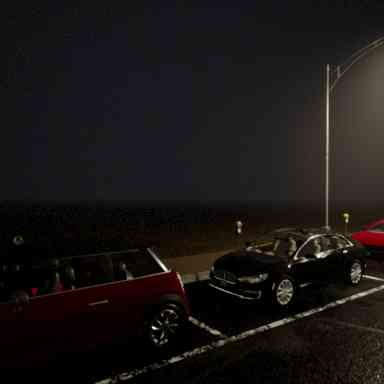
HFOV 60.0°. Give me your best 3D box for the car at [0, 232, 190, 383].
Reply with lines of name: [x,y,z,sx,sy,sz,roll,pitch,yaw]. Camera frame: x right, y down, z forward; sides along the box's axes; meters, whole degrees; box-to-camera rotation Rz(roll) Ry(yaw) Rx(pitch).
car: [-2.111,1.440,4.581,4.097,1.590,1.967,0,1,-35]

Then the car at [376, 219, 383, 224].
car: [6.902,1.546,11.012,4.507,1.381,1.887,0,1,-35]

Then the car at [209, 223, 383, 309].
car: [2.395,1.552,7.797,4.403,1.369,2.008,0,1,-35]
